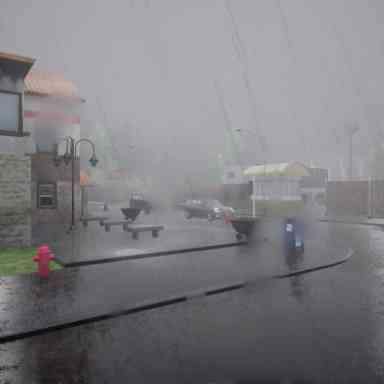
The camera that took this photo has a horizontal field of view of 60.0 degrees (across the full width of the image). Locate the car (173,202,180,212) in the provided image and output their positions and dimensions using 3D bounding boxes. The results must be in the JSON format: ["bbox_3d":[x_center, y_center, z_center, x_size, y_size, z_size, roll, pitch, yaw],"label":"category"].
[{"bbox_3d":[-0.296,1.526,36.641,1.812,1.442,4.674,0,0,-35],"label":"car"}]

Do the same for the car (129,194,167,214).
[{"bbox_3d":[-4.797,1.221,35.787,2.150,2.045,5.566,0,0,-35],"label":"car"}]

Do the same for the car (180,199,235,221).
[{"bbox_3d":[1.384,1.352,27.062,2.097,1.767,4.553,0,0,-35],"label":"car"}]
